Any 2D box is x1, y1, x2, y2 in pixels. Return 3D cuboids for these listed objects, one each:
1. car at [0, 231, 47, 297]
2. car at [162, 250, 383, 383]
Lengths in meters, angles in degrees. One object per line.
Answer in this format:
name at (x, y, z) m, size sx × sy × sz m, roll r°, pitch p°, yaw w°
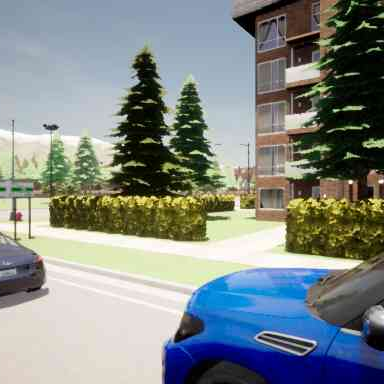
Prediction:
car at (-5.253, 1.564, 7.712) m, size 4.181 × 1.385 × 1.994 m, roll 0°, pitch 0°, yaw 36°
car at (2.361, 1.222, 2.305) m, size 5.566 × 2.045 × 2.150 m, roll 0°, pitch 0°, yaw 36°
